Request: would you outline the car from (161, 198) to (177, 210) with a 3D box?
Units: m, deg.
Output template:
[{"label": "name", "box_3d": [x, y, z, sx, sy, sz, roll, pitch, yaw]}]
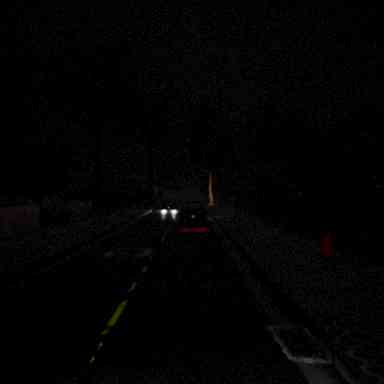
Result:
[{"label": "car", "box_3d": [-2.806, 1.504, 42.672, 2.033, 1.411, 5.357, 0, 0, 0]}]

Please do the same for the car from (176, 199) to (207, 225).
[{"label": "car", "box_3d": [0.075, 1.498, 24.481, 1.882, 1.535, 5.008, 0, -1, 0]}]
